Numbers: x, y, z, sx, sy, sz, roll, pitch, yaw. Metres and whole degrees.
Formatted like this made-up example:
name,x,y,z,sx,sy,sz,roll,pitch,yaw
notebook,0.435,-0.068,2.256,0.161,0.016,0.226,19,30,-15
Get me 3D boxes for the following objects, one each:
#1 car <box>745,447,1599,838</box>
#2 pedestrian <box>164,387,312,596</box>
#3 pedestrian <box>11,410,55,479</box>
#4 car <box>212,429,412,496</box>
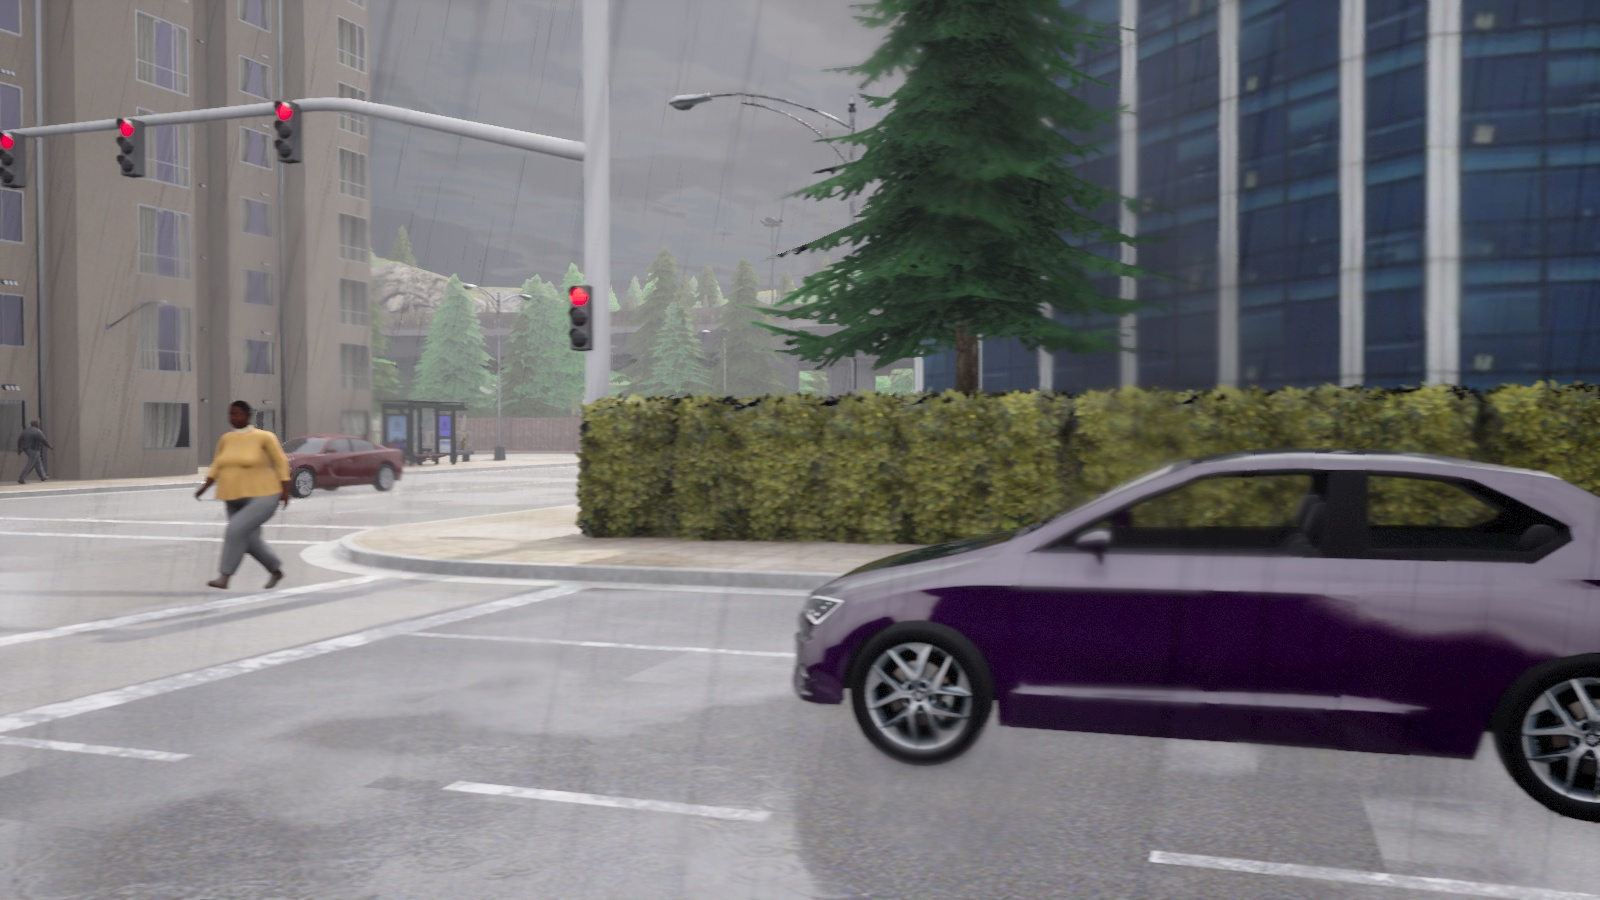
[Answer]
name,x,y,z,sx,sy,sz,roll,pitch,yaw
car,2.014,0.748,6.209,4.193,1.474,1.816,1,1,19
pedestrian,-5.225,0.358,11.720,0.874,1.855,0.900,1,1,20
pedestrian,-21.157,-0.149,34.651,0.563,1.883,0.849,1,1,19
car,-12.095,0.253,31.549,1.882,1.535,5.008,1,1,19
